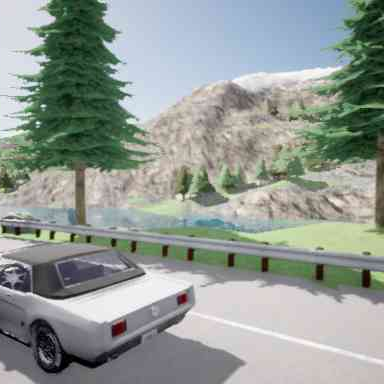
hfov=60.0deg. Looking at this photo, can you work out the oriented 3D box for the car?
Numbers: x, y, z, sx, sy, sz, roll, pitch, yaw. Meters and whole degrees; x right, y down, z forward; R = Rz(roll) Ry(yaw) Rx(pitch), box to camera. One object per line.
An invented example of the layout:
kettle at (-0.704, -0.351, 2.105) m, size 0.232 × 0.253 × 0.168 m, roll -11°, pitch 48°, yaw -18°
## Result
car at (-2.376, 1.542, 5.509) m, size 4.718 × 1.301 × 1.895 m, roll 1°, pitch 1°, yaw 34°
